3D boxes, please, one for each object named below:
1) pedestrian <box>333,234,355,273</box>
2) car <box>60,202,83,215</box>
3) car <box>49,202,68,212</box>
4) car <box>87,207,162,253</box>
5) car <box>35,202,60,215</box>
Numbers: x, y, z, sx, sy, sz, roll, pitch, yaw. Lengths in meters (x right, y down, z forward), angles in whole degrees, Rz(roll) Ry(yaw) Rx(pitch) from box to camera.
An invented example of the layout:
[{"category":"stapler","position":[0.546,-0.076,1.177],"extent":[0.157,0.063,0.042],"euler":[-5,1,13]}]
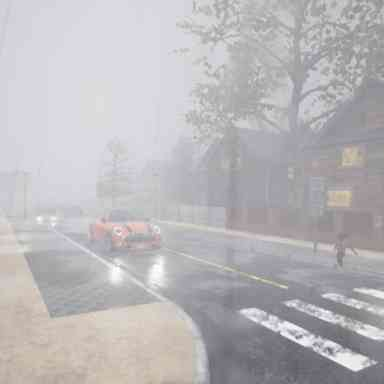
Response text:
[{"category":"pedestrian","position":[4.470,1.482,9.901],"extent":[0.375,1.860,0.375],"euler":[1,0,-30]},{"category":"car","position":[-14.234,1.967,39.370],"extent":[1.812,1.442,4.674],"euler":[2,-1,-30]},{"category":"car","position":[-19.256,2.139,47.860],"extent":[1.895,1.301,4.718],"euler":[2,-2,-30]},{"category":"car","position":[-3.011,1.480,14.425],"extent":[2.097,1.767,4.553],"euler":[2,-1,-30]},{"category":"car","position":[-16.889,1.965,38.275],"extent":[1.895,1.301,4.718],"euler":[2,-1,-30]}]
